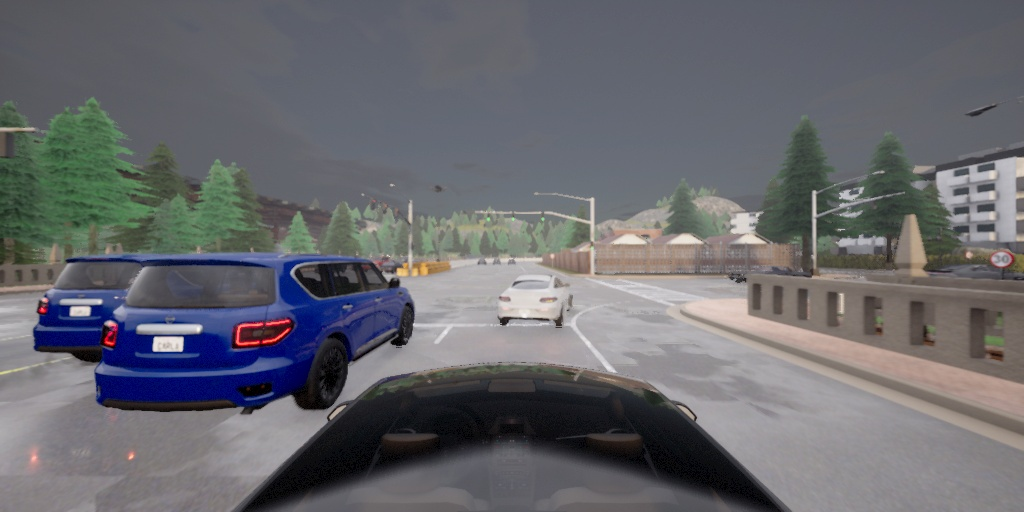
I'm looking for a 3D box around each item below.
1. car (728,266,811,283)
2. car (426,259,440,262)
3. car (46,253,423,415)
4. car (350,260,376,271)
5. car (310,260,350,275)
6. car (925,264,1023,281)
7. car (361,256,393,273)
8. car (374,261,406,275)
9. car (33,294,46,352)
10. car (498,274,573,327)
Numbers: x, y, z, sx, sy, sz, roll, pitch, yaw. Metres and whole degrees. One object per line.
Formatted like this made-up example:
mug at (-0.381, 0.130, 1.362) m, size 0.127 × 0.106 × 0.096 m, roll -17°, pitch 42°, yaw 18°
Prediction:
car at (18.053, 1.355, 25.359) m, size 4.718 × 1.301 × 1.895 m, roll 0°, pitch 0°, yaw 2°
car at (-14.046, 1.288, 63.836) m, size 1.882 × 1.535 × 5.008 m, roll 0°, pitch 0°, yaw 0°
car at (-3.408, 0.982, 6.258) m, size 2.150 × 2.045 × 5.566 m, roll 0°, pitch 0°, yaw 0°
car at (-21.105, 1.335, 50.935) m, size 1.812 × 1.442 × 4.674 m, roll 0°, pitch 0°, yaw 0°
car at (-21.120, 1.295, 41.885) m, size 2.128 × 1.511 × 4.902 m, roll 0°, pitch 0°, yaw 0°
car at (27.754, 1.234, 21.401) m, size 4.902 × 1.511 × 2.128 m, roll 0°, pitch 0°, yaw 2°
car at (-17.625, 1.025, 47.168) m, size 2.150 × 2.045 × 5.566 m, roll 0°, pitch 0°, yaw -1°
car at (-14.090, 1.344, 41.787) m, size 2.033 × 1.411 × 5.357 m, roll 0°, pitch 0°, yaw -1°
car at (-6.919, 0.986, 8.383) m, size 2.150 × 2.045 × 5.566 m, roll 0°, pitch 0°, yaw -1°
car at (0.857, 1.288, 11.567) m, size 1.812 × 1.442 × 4.674 m, roll 0°, pitch 0°, yaw 13°
